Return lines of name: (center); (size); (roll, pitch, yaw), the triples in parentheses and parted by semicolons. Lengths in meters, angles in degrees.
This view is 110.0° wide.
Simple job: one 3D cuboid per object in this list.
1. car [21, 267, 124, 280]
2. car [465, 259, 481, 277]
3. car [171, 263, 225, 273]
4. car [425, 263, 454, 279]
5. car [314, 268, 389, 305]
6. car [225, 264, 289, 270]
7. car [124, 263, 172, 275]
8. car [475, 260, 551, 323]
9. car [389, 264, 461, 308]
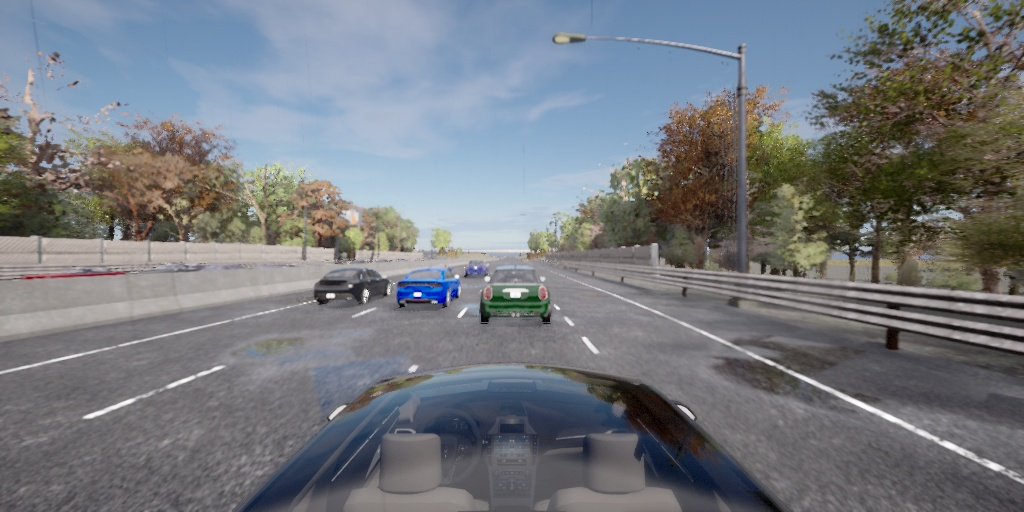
car: (-28.099, 1.373, 23.311); (1.895, 1.301, 4.718); (0, 0, 0)
car: (-3.400, 1.145, 35.794); (2.097, 1.767, 4.553); (0, 0, 0)
car: (-21.099, 1.324, 26.104); (2.033, 1.411, 5.357); (0, 0, 0)
car: (-6.897, 1.392, 34.617); (1.895, 1.301, 4.718); (0, 0, 0)
car: (-6.899, 1.268, 16.062); (1.837, 1.490, 4.892); (0, 0, 0)
car: (-17.598, 1.324, 26.121); (2.033, 1.411, 5.357); (0, 0, 0)
car: (-24.595, 1.269, 26.336); (2.128, 1.511, 4.902); (0, 0, 0)
car: (0.099, 1.111, 12.250); (2.097, 1.767, 4.553); (0, 0, 0)
car: (-3.397, 1.240, 15.373); (1.882, 1.535, 5.008); (0, 0, 0)
